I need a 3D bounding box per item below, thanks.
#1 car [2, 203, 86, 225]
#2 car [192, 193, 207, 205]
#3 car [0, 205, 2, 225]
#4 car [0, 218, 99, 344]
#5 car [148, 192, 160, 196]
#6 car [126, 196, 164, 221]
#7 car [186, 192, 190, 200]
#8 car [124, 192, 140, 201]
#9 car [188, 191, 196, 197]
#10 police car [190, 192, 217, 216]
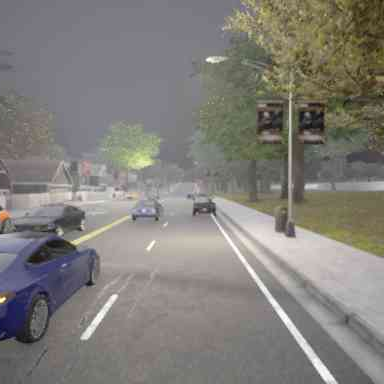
[{"bbox_3d":[-6.601,1.316,15.917,1.882,1.535,5.008,0,1,0],"label":"car"},{"bbox_3d":[0.970,0.858,43.464,1.837,1.490,4.892,0,1,0],"label":"car"},{"bbox_3d":[-9.851,1.213,14.319,2.097,1.767,4.553,0,1,0],"label":"car"},{"bbox_3d":[-3.149,1.480,6.194,1.812,1.442,4.674,0,1,0],"label":"car"},{"bbox_3d":[-6.559,0.703,57.333,1.812,1.442,4.674,0,1,0],"label":"car"},{"bbox_3d":[-3.152,1.243,24.269,2.033,1.411,5.357,0,1,0],"label":"car"},{"bbox_3d":[-0.007,0.623,60.923,1.882,1.535,5.008,0,0,0],"label":"car"},{"bbox_3d":[-9.821,0.683,54.713,1.882,1.535,5.008,0,1,0],"label":"car"},{"bbox_3d":[-0.009,0.503,81.319,1.895,1.301,4.718,0,0,0],"label":"car"},{"bbox_3d":[0.972,1.059,27.573,1.930,1.638,5.238,0,1,0],"label":"police car"}]
